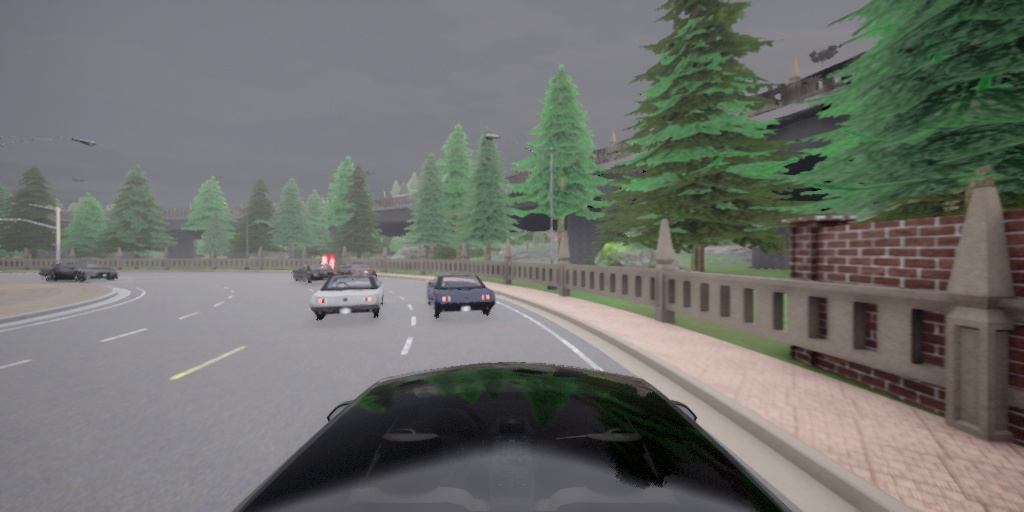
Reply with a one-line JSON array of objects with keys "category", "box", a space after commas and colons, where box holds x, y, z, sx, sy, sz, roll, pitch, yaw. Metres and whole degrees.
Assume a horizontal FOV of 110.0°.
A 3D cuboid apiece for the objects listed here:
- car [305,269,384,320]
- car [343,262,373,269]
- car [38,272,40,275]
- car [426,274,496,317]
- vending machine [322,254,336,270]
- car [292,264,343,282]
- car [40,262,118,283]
[{"category": "car", "box": [-5.540, 1.308, 12.571, 1.895, 1.301, 4.718, 0, 0, -18]}, {"category": "car", "box": [-12.819, 1.203, 29.111, 4.181, 1.385, 1.994, 0, 0, 42]}, {"category": "car", "box": [-37.838, 1.238, 31.274, 5.357, 1.411, 2.033, 0, 0, 3]}, {"category": "car", "box": [-2.050, 1.297, 13.000, 1.895, 1.301, 4.718, 0, 0, -17]}, {"category": "vending machine", "box": [-19.649, 0.802, 38.505, 0.880, 2.100, 1.100, 0, 0, 25]}, {"category": "car", "box": [-14.269, 1.260, 25.881, 4.718, 1.301, 1.895, 0, 0, 44]}, {"category": "car", "box": [-32.607, 1.262, 27.250, 4.181, 1.385, 1.994, 0, 0, 8]}]
